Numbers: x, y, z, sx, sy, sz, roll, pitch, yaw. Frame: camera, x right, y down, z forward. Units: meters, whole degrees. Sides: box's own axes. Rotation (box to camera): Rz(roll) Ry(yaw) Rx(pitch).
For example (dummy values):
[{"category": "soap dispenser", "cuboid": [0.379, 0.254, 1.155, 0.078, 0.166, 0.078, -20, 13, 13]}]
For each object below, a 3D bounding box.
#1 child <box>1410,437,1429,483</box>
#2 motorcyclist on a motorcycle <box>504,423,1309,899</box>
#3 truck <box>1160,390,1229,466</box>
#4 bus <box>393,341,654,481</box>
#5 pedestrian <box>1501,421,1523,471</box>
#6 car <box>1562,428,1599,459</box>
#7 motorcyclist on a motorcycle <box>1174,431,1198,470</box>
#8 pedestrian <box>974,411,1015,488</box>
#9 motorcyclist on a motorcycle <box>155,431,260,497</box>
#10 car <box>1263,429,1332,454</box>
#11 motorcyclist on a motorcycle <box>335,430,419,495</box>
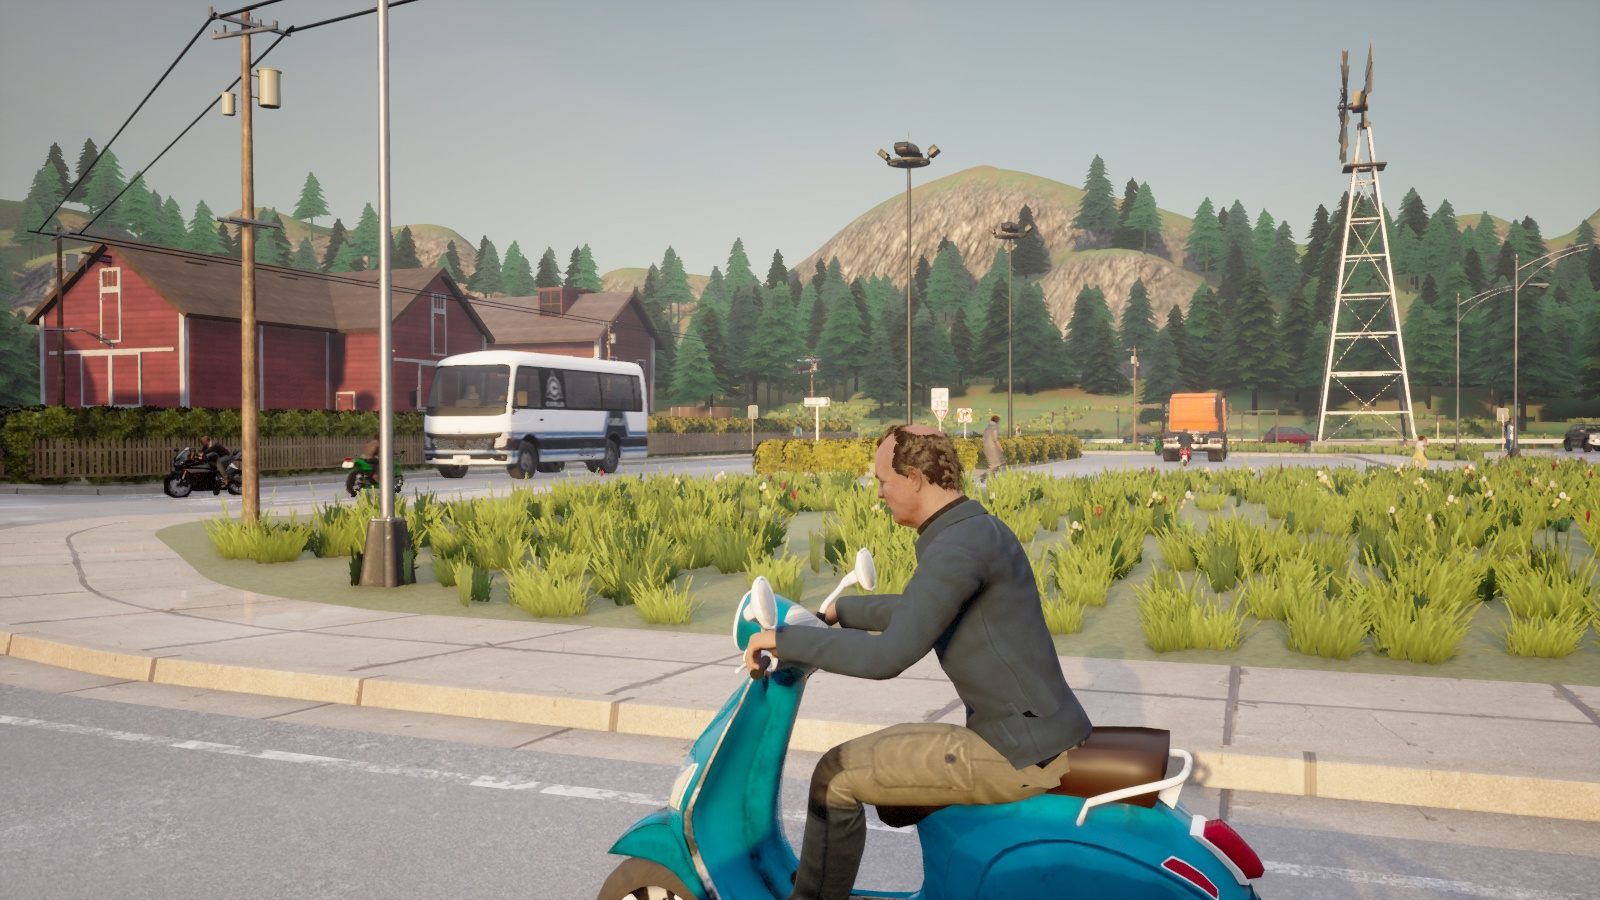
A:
[{"category": "child", "cuboid": [17.253, 0.267, 34.965, 0.437, 1.263, 0.270, 0, 1, -27]}, {"category": "motorcyclist on a motorcycle", "cuboid": [0.279, 0.730, 3.156, 1.817, 1.590, 0.866, 1, 1, 21]}, {"category": "truck", "cuboid": [19.537, -1.074, 61.930, 2.891, 3.462, 7.936, 1, 1, 20]}, {"category": "bus", "cuboid": [-9.201, -1.285, 43.738, 3.944, 4.253, 10.273, 1, 1, 20]}, {"category": "pedestrian", "cuboid": [26.263, -0.162, 46.307, 0.354, 1.836, 0.706, 0, 1, -6]}, {"category": "car", "cuboid": [48.279, -0.399, 76.395, 1.932, 1.855, 4.605, 1, 1, 13]}, {"category": "motorcyclist on a motorcycle", "cuboid": [16.193, -0.003, 52.668, 0.866, 1.590, 1.817, 1, 1, 20]}, {"category": "pedestrian", "cuboid": [5.039, -0.020, 32.522, 0.873, 1.952, 0.659, 0, 1, -10]}, {"category": "motorcyclist on a motorcycle", "cuboid": [-14.473, 0.315, 30.728, 0.866, 1.530, 2.191, 1, 1, 33]}, {"category": "car", "cuboid": [35.748, -0.627, 90.307, 4.553, 1.767, 2.097, 1, 1, 20]}, {"category": "motorcyclist on a motorcycle", "cuboid": [-10.292, 0.279, 30.645, 0.797, 1.523, 2.044, 0, 1, 23]}]
